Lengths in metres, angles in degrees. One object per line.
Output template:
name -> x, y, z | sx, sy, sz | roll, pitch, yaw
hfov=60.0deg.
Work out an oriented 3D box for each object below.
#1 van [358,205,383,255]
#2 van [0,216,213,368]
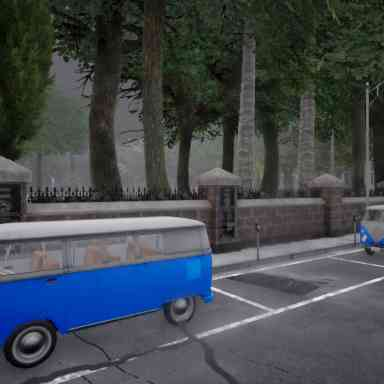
van -> 7.672, 1.338, 12.037 | 3.998, 1.788, 1.690 | 0, 0, -36
van -> -1.529, 1.341, 5.450 | 3.998, 1.788, 1.690 | 0, 0, -36
